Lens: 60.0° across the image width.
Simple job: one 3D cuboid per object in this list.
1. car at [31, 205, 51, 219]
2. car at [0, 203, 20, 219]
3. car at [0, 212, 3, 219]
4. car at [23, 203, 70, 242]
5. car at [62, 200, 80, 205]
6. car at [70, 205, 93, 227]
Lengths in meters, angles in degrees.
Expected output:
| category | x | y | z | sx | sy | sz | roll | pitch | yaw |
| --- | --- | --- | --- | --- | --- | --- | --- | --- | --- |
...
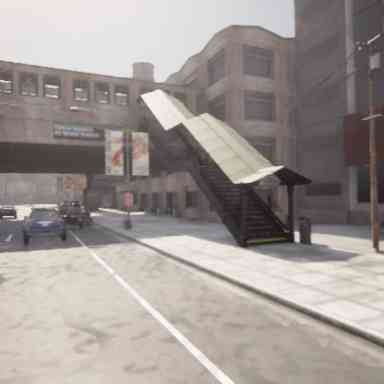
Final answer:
| category | x | y | z | sx | sy | sz | roll | pitch | yaw |
| --- | --- | --- | --- | --- | --- | --- | --- | --- | --- |
| car | -18.261 | 2.329 | 40.270 | 2.128 | 1.511 | 4.902 | -1 | -1 | -25 |
| car | -21.828 | 2.394 | 39.644 | 1.837 | 1.490 | 4.892 | -1 | -2 | -25 |
| car | -12.347 | 2.063 | 19.140 | 1.895 | 1.301 | 4.718 | -1 | -1 | -25 |
| car | -8.467 | 1.747 | 19.097 | 2.097 | 1.767 | 4.553 | -1 | -1 | -25 |
| car | -14.075 | 1.970 | 38.328 | 2.435 | 2.045 | 5.566 | -1 | -1 | -25 |
| car | -10.892 | 2.195 | 31.645 | 1.895 | 1.301 | 4.718 | -1 | -1 | -25 |
